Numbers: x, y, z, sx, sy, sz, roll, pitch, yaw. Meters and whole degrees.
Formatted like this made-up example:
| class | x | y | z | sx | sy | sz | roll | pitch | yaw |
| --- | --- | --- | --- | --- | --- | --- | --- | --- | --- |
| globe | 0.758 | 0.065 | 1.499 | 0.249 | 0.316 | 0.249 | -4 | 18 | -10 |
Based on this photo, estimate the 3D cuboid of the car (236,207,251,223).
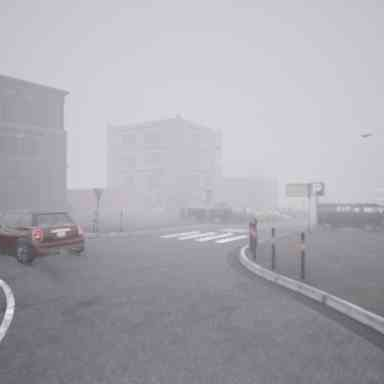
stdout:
| class | x | y | z | sx | sy | sz | roll | pitch | yaw |
| --- | --- | --- | --- | --- | --- | --- | --- | --- | --- |
| car | 2.968 | 2.306 | 33.843 | 5.008 | 1.535 | 2.097 | 0 | -3 | 31 |

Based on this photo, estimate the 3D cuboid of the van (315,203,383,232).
| class | x | y | z | sx | sy | sz | roll | pitch | yaw |
| --- | --- | --- | --- | --- | --- | --- | --- | --- | --- |
| van | 10.950 | 1.754 | 22.926 | 4.442 | 1.987 | 1.878 | 0 | -3 | 31 |

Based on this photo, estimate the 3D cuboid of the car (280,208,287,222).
| class | x | y | z | sx | sy | sz | roll | pitch | yaw |
| --- | --- | --- | --- | --- | --- | --- | --- | --- | --- |
| car | 10.116 | 3.289 | 45.790 | 4.674 | 1.452 | 2.002 | 0 | -4 | 31 |

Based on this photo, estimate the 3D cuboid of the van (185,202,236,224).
| class | x | y | z | sx | sy | sz | roll | pitch | yaw |
| --- | --- | --- | --- | --- | --- | --- | --- | --- | --- |
| van | 1.458 | 1.916 | 31.534 | 4.442 | 1.987 | 1.878 | 0 | -3 | 31 |

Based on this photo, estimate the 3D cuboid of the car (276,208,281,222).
| class | x | y | z | sx | sy | sz | roll | pitch | yaw |
| --- | --- | --- | --- | --- | --- | --- | --- | --- | --- |
| car | 8.752 | 3.108 | 43.505 | 4.674 | 1.452 | 2.002 | 0 | -4 | 31 |

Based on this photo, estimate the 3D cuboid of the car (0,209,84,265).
| class | x | y | z | sx | sy | sz | roll | pitch | yaw |
| --- | --- | --- | --- | --- | --- | --- | --- | --- | --- |
| car | -6.052 | 1.410 | 12.121 | 4.553 | 1.767 | 2.097 | 0 | 0 | 34 |

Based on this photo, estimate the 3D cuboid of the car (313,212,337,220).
| class | x | y | z | sx | sy | sz | roll | pitch | yaw |
| --- | --- | --- | --- | --- | --- | --- | --- | --- | --- |
| car | 35.082 | 6.314 | 87.627 | 5.566 | 2.045 | 2.435 | 0 | -4 | 31 |

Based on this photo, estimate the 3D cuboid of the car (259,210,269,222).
| class | x | y | z | sx | sy | sz | roll | pitch | yaw |
| --- | --- | --- | --- | --- | --- | --- | --- | --- | --- |
| car | 5.735 | 2.687 | 38.825 | 5.366 | 1.575 | 1.946 | 0 | -4 | 31 |

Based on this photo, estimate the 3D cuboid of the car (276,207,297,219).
| class | x | y | z | sx | sy | sz | roll | pitch | yaw |
| --- | --- | --- | --- | --- | --- | --- | --- | --- | --- |
| car | 12.956 | 3.378 | 50.603 | 5.566 | 2.045 | 2.435 | 0 | -4 | 31 |

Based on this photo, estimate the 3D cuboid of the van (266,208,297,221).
| class | x | y | z | sx | sy | sz | roll | pitch | yaw |
| --- | --- | --- | --- | --- | --- | --- | --- | --- | --- |
| van | 14.308 | 3.593 | 53.037 | 4.442 | 1.987 | 1.878 | 0 | -4 | 31 |

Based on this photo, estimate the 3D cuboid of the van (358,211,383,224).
| class | x | y | z | sx | sy | sz | roll | pitch | yaw |
| --- | --- | --- | --- | --- | --- | --- | --- | --- | --- |
| van | 30.755 | 4.342 | 56.523 | 4.442 | 1.987 | 1.878 | 0 | -4 | 31 |

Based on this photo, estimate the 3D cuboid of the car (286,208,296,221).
| class | x | y | z | sx | sy | sz | roll | pitch | yaw |
| --- | --- | --- | --- | --- | --- | --- | --- | --- | --- |
| car | 11.767 | 3.444 | 48.196 | 5.366 | 1.575 | 1.946 | 0 | -4 | 31 |

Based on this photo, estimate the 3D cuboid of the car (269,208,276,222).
| class | x | y | z | sx | sy | sz | roll | pitch | yaw |
| --- | --- | --- | --- | --- | --- | --- | --- | --- | --- |
| car | 7.347 | 2.908 | 41.104 | 4.792 | 1.488 | 2.163 | 0 | -4 | 31 |

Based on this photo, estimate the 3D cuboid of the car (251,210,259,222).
| class | x | y | z | sx | sy | sz | roll | pitch | yaw |
| --- | --- | --- | --- | --- | --- | --- | --- | --- | --- |
| car | 4.431 | 2.366 | 36.221 | 4.553 | 1.767 | 2.185 | 0 | -4 | 31 |

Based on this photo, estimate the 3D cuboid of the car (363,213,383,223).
| class | x | y | z | sx | sy | sz | roll | pitch | yaw |
| --- | --- | --- | --- | --- | --- | --- | --- | --- | --- |
| car | 40.889 | 5.645 | 73.199 | 5.566 | 2.045 | 2.435 | 0 | -4 | 31 |
